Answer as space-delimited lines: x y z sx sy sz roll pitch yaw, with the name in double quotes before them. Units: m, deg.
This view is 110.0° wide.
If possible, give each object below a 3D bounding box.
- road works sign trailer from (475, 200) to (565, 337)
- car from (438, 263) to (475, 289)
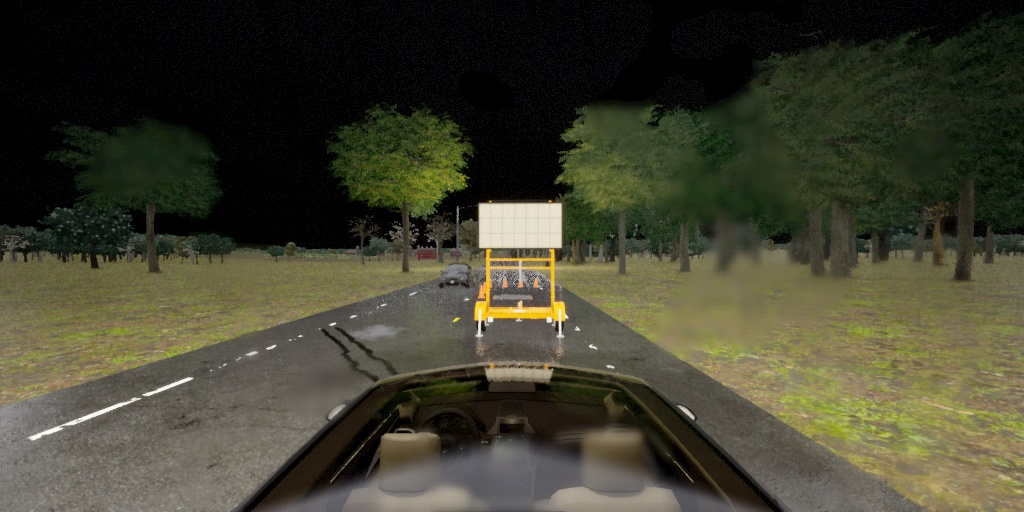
"road works sign trailer" 0.240 0.210 10.246 2.380 3.560 2.880 0 0 2
"car" -3.454 1.249 23.128 1.837 1.490 4.892 0 0 0
